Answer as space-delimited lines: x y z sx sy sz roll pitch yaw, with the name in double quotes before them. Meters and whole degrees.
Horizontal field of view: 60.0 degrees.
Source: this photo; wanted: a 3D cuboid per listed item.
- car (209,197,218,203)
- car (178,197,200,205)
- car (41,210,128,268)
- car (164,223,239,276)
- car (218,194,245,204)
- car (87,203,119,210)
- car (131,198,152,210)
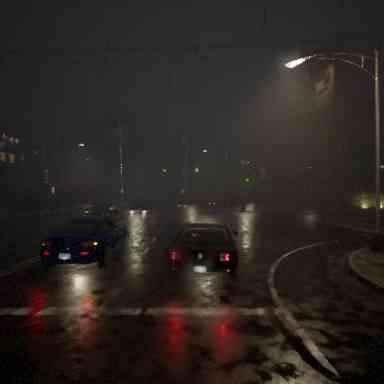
"car" 5.558 1.683 70.587 1.994 1.385 4.181 0 0 43
"car" -0.532 1.664 62.765 2.033 1.411 5.357 0 0 32
"car" -3.404 1.546 11.198 1.812 1.442 4.674 0 0 0
"car" 0.494 1.620 10.422 1.895 1.301 4.718 0 0 7
"car" 8.559 1.348 68.319 2.150 2.045 5.566 -1 0 45
"car" -7.093 1.596 26.554 2.033 1.411 5.357 0 0 0
"car" -6.636 1.559 44.233 1.882 1.535 5.008 0 0 6
